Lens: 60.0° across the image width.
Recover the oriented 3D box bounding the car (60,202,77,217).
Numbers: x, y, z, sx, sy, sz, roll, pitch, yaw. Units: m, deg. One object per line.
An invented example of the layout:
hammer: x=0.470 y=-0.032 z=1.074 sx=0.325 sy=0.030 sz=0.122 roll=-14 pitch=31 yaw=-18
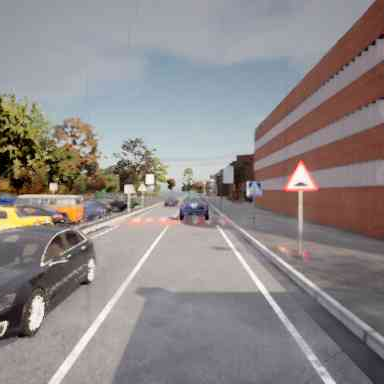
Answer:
car: x=-9.357 y=1.462 z=18.814 sx=4.674 sy=1.452 sz=2.002 roll=0 pitch=0 yaw=0

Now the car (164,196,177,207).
car: x=-3.058 y=1.424 z=49.555 sx=1.837 sy=1.490 sz=4.892 roll=0 pitch=0 yaw=1

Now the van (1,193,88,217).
van: x=-9.481 y=1.188 z=21.638 sx=4.442 sy=1.987 sz=1.878 roll=0 pitch=0 yaw=0

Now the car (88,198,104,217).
car: x=-9.340 y=1.435 z=24.465 sx=4.792 sy=1.488 sz=2.163 roll=0 pitch=0 yaw=0

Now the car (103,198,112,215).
car: x=-9.377 y=1.438 z=27.291 sx=4.674 sy=1.452 sz=2.002 roll=0 pitch=0 yaw=0

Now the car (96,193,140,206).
car: x=-9.371 y=1.097 z=41.419 sx=5.566 sy=2.045 sz=2.435 roll=0 pitch=0 yaw=0

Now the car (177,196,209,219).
car: x=0.174 y=1.108 z=25.583 sx=2.097 sy=1.767 sz=4.553 roll=0 pitch=-1 yaw=0

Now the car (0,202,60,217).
car: x=-9.540 y=1.427 z=15.988 sx=5.366 sy=1.575 sz=1.946 roll=0 pitch=0 yaw=0

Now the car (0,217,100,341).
car: x=-3.342 y=1.500 z=6.701 sx=1.837 sy=1.490 sz=4.892 roll=0 pitch=0 yaw=0

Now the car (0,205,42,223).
car: x=-9.164 y=1.435 z=13.163 sx=5.366 sy=1.575 sz=1.946 roll=0 pitch=0 yaw=0

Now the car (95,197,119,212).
car: x=-9.377 y=1.430 z=30.117 sx=4.674 sy=1.452 sz=2.002 roll=0 pitch=0 yaw=0

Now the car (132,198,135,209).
car: x=-9.392 y=1.400 z=38.595 sx=4.674 sy=1.452 sz=2.002 roll=0 pitch=0 yaw=0

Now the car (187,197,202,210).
car: x=0.300 y=1.442 z=42.959 sx=1.837 sy=1.490 sz=4.892 roll=0 pitch=0 yaw=1

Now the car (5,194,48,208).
car: x=-21.914 y=1.202 z=44.140 sx=4.553 sy=1.767 sz=2.185 roll=0 pitch=0 yaw=0

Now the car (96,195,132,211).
car: x=-9.384 y=1.371 z=35.767 sx=5.008 sy=1.535 sz=2.097 roll=0 pitch=0 yaw=0

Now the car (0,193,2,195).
car: x=-21.939 y=1.109 z=38.360 sx=5.566 sy=2.045 sz=2.435 roll=0 pitch=0 yaw=0
